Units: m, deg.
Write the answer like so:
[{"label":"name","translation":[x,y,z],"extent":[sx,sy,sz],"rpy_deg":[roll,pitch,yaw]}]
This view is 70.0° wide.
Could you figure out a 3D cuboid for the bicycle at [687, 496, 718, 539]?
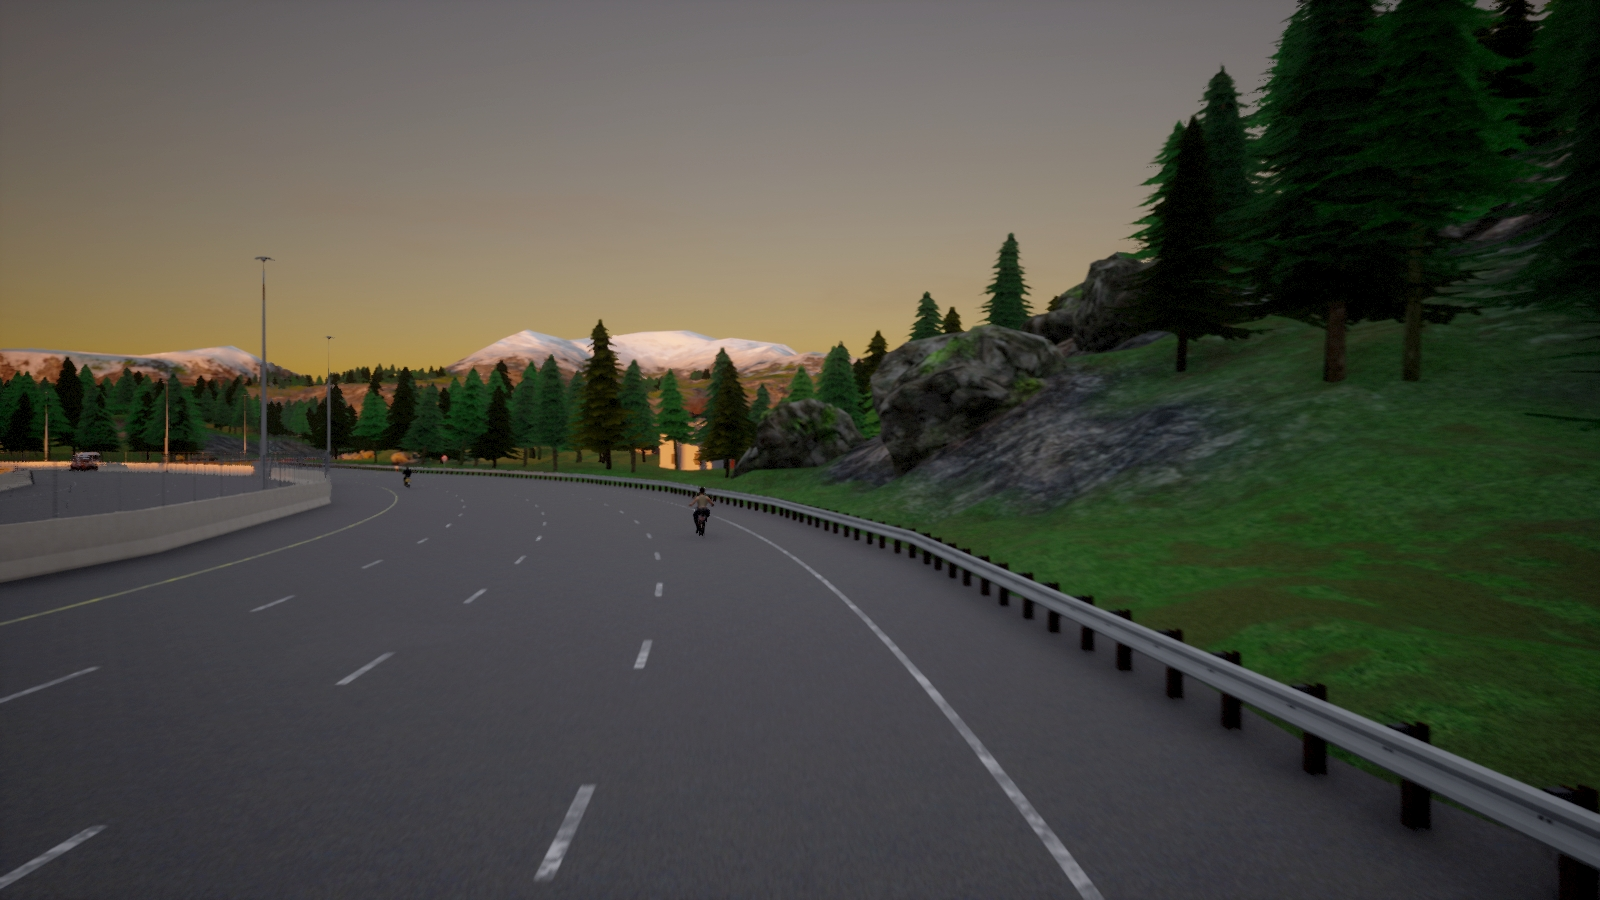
[{"label":"bicycle","translation":[-3.149,2.152,36.666],"extent":[0.859,1.295,1.487],"rpy_deg":[0,0,-10]}]
